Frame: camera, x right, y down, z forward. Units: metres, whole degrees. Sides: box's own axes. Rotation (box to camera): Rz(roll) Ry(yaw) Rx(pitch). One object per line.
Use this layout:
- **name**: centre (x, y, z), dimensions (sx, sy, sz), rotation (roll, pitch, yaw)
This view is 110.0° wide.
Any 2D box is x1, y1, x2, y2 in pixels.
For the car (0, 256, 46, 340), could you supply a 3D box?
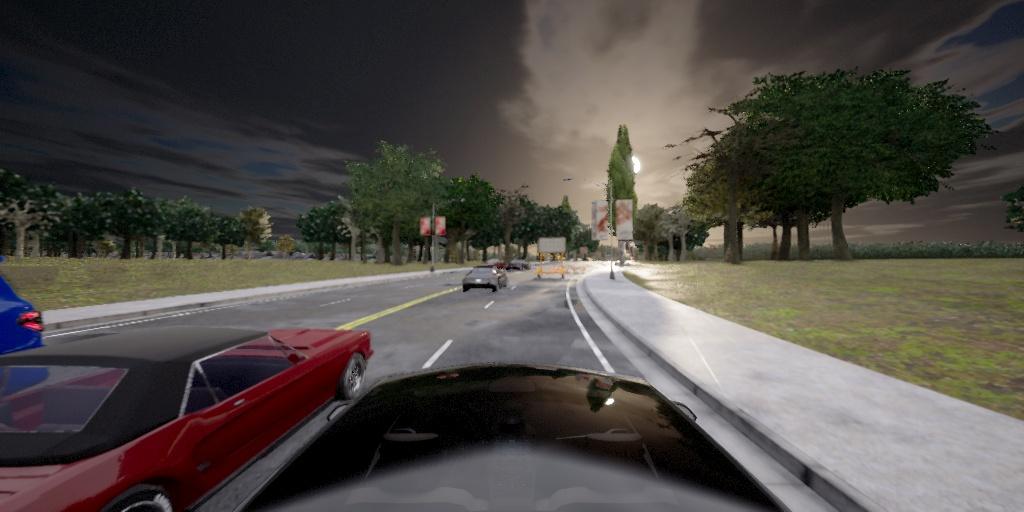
- **car**: centre (-6.532, 0.939, 1.815), dimensions (2.150, 2.045, 5.566), rotation (0, 0, 1)

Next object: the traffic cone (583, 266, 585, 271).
- **traffic cone**: centre (8.649, 1.481, 42.912), dimensions (0.340, 0.580, 0.340), rotation (0, 0, 17)

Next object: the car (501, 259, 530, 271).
- **car**: centre (0.782, 1.120, 44.383), dimensions (2.033, 1.411, 5.357), rotation (0, 0, 19)

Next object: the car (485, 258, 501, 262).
- **car**: centre (-2.254, 1.065, 45.511), dimensions (1.882, 1.535, 5.008), rotation (0, 0, 19)

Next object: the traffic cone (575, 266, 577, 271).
- **traffic cone**: centre (7.690, 1.486, 43.190), dimensions (0.340, 0.580, 0.340), rotation (0, 0, 16)

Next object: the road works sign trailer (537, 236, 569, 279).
- **road works sign trailer**: centre (3.491, 0.085, 30.868), dimensions (2.380, 3.560, 2.880), rotation (0, 0, 16)

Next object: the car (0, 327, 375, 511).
- **car**: centre (-3.061, 1.334, 3.390), dimensions (1.895, 1.301, 4.718), rotation (0, 0, 1)

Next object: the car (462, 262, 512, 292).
- **car**: centre (-1.485, 1.252, 20.900), dimensions (1.994, 1.385, 4.181), rotation (0, 0, 9)
